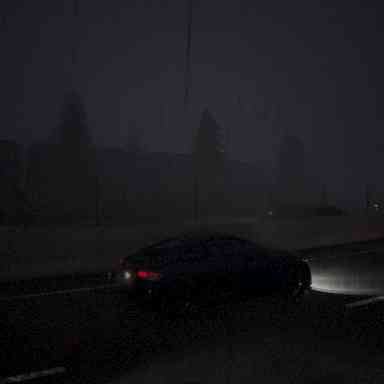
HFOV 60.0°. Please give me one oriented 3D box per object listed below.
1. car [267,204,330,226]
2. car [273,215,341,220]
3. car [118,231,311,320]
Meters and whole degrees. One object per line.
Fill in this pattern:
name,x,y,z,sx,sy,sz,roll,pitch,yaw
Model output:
car,7.706,1.591,23.976,4.718,1.301,1.895,0,0,-36
car,7.186,1.497,19.417,4.892,1.490,1.837,0,0,-34
car,0.550,1.561,7.253,4.181,1.385,1.994,0,0,-27
